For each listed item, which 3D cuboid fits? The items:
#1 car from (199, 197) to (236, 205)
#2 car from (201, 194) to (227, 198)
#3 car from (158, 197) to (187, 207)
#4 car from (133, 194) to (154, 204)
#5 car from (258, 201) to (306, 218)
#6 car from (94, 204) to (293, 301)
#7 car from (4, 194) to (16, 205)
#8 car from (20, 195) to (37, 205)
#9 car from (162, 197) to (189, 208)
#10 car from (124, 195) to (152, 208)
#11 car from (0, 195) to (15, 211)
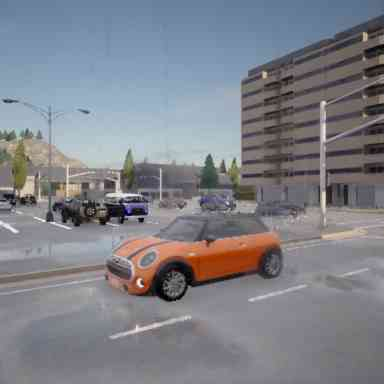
[{"bbox_3d":[2.832,1.619,37.091,1.994,1.385,4.181,0,0,-35],"label":"car"},{"bbox_3d":[3.201,1.277,42.606,2.150,2.045,5.566,0,0,-35],"label":"car"},{"bbox_3d":[-2.938,1.619,45.207,1.994,1.385,4.181,0,0,-35],"label":"car"},{"bbox_3d":[-9.298,1.547,66.560,2.128,1.511,4.902,0,0,-35],"label":"car"},{"bbox_3d":[7.700,1.619,30.239,1.994,1.385,4.181,0,0,-35],"label":"car"},{"bbox_3d":[0.183,1.352,8.437,4.553,1.767,2.097,0,0,-36],"label":"car"},{"bbox_3d":[-29.671,1.212,53.722,1.905,1.878,3.866,0,0,-35],"label":"car"},{"bbox_3d":[-27.275,1.209,55.347,1.932,1.855,4.605,0,0,-35],"label":"car"},{"bbox_3d":[-2.635,1.560,50.838,1.837,1.490,4.892,0,0,-35],"label":"car"},{"bbox_3d":[-8.710,1.656,53.387,1.895,1.301,4.718,0,0,-35],"label":"car"},{"bbox_3d":[-21.807,1.451,37.892,1.970,1.475,3.806,0,0,-35],"label":"car"}]
